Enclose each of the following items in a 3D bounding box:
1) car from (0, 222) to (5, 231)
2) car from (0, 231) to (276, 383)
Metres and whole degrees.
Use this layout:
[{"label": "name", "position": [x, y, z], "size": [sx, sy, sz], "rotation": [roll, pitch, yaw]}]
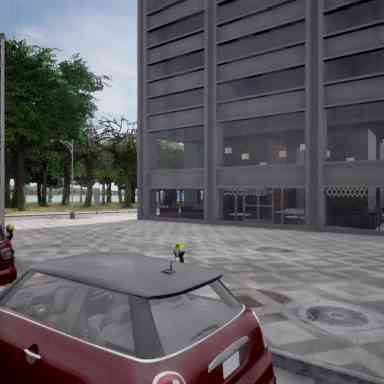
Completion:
[{"label": "car", "position": [-5.686, 1.315, 7.010], "size": [5.009, 1.841, 2.192], "rotation": [0, 0, 35]}, {"label": "car", "position": [-1.257, 1.440, 3.855], "size": [4.097, 1.590, 1.967], "rotation": [0, 0, 35]}]
